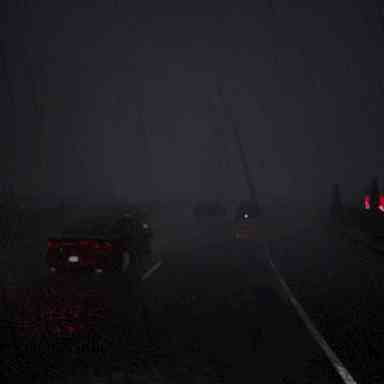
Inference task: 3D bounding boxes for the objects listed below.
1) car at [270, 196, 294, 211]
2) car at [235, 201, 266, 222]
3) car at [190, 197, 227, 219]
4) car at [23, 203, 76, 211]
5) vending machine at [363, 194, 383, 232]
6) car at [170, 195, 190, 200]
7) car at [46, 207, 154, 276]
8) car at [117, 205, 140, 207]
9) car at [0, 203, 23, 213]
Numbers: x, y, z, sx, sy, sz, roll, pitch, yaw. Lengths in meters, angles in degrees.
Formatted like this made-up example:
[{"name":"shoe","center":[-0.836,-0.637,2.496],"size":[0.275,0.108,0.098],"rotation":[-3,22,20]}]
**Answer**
[{"name":"car","center":[11.064,1.310,40.781],"size":[2.097,1.767,4.553],"rotation":[0,0,28]},{"name":"car","center":[4.640,1.470,26.173],"size":[1.837,1.490,4.892],"rotation":[0,0,18]},{"name":"car","center":[1.639,1.430,28.263],"size":[1.882,1.535,5.008],"rotation":[0,0,18]},{"name":"car","center":[-10.334,1.522,25.782],"size":[1.895,1.301,4.718],"rotation":[0,0,16]},{"name":"vending machine","center":[10.470,1.192,18.991],"size":[1.100,2.100,0.880],"rotation":[0,0,15]},{"name":"car","center":[-2.036,1.374,59.853],"size":[2.128,1.511,4.902],"rotation":[0,0,34]},{"name":"car","center":[-2.544,1.451,10.415],"size":[1.882,1.535,5.008],"rotation":[0,0,7]},{"name":"car","center":[-4.027,1.512,21.359],"size":[1.994,1.385,4.181],"rotation":[0,0,13]},{"name":"car","center":[-14.279,1.512,24.505],"size":[1.895,1.301,4.718],"rotation":[0,0,14]}]
